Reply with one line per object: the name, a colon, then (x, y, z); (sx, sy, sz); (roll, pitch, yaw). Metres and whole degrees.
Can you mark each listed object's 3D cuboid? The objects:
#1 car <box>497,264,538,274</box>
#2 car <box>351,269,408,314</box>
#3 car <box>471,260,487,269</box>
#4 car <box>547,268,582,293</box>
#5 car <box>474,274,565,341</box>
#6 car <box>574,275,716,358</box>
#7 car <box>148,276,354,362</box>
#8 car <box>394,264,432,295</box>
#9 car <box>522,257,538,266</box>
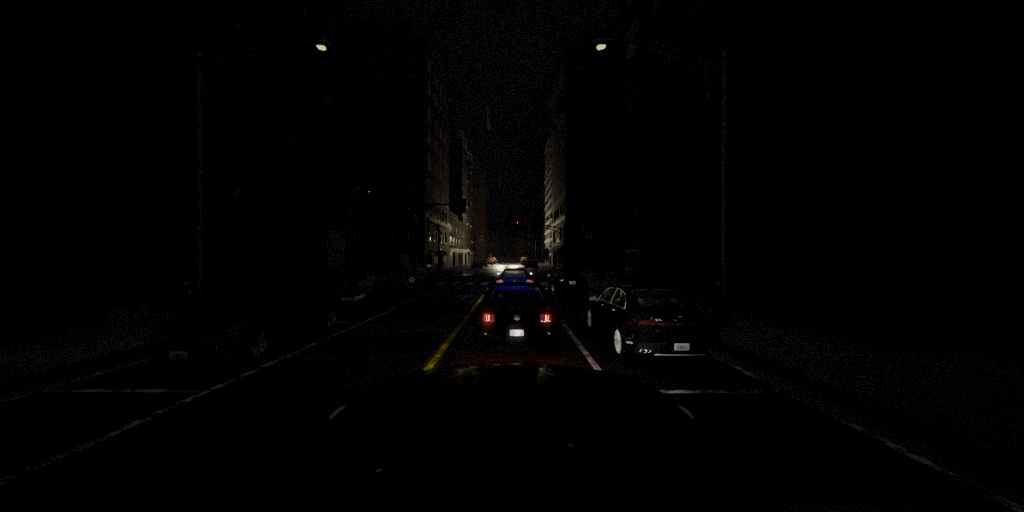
car: (0.145, 1.314, 18.617); (1.994, 1.385, 4.181); (0, 0, 1)
car: (-5.635, 1.332, 13.760); (1.802, 1.307, 4.207); (0, 0, 0)
car: (-5.475, 1.367, 56.363); (1.802, 1.307, 4.207); (0, 0, 0)
car: (2.907, 1.316, 19.236); (1.948, 1.339, 4.313); (0, 0, 0)
car: (0.118, 1.351, 9.858); (1.895, 1.301, 4.718); (0, 0, 0)
car: (2.875, 1.300, 8.234); (2.007, 1.370, 4.403); (0, 0, 0)
car: (-5.650, 1.315, 8.258); (1.948, 1.339, 4.313); (0, 0, 0)
car: (-5.618, 1.190, 19.261); (1.967, 1.591, 4.097); (0, 0, 0)
car: (3.050, 1.225, 56.325); (1.967, 1.591, 4.097); (0, 0, 0)
